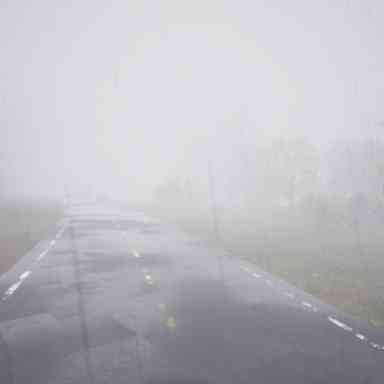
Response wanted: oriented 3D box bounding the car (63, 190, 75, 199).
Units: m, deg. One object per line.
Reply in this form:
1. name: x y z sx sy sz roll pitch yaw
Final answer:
1. car: -23.408 0.431 63.228 1.837 1.490 4.892 3 0 -26

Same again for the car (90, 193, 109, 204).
1. car: -13.508 0.882 49.190 1.837 1.490 4.892 3 0 -23

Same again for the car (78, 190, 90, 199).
1. car: -21.039 0.385 65.220 2.097 1.767 4.553 2 0 -27
